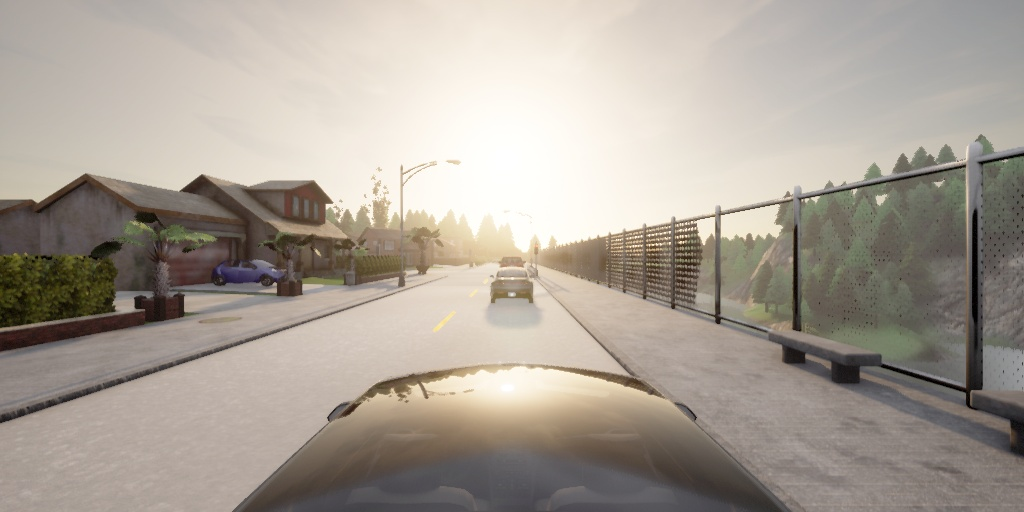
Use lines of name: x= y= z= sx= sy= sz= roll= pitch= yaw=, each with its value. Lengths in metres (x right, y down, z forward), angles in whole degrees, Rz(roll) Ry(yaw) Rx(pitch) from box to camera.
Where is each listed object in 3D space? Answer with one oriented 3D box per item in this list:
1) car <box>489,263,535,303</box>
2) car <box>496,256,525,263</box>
car: x=0.000 y=1.264 z=16.500 sx=1.837 sy=1.490 sz=4.892 roll=0 pitch=0 yaw=0
car: x=0.000 y=1.006 z=31.531 sx=2.150 sy=2.045 sz=5.566 roll=0 pitch=0 yaw=0
